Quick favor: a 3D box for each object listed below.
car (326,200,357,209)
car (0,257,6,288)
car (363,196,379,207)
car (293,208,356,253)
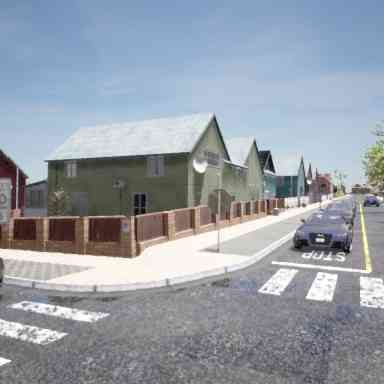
[{"bbox_3d":[9.718,1.500,22.072,2.128,1.511,4.902,0,0,27],"label":"car"},{"bbox_3d":[-6.698,1.801,8.098,4.892,1.490,1.837,-2,-2,26],"label":"car"},{"bbox_3d":[28.111,1.365,52.193,2.097,1.767,4.553,0,0,27],"label":"car"},{"bbox_3d":[5.574,1.569,13.860,1.994,1.385,4.181,0,0,27],"label":"car"}]
